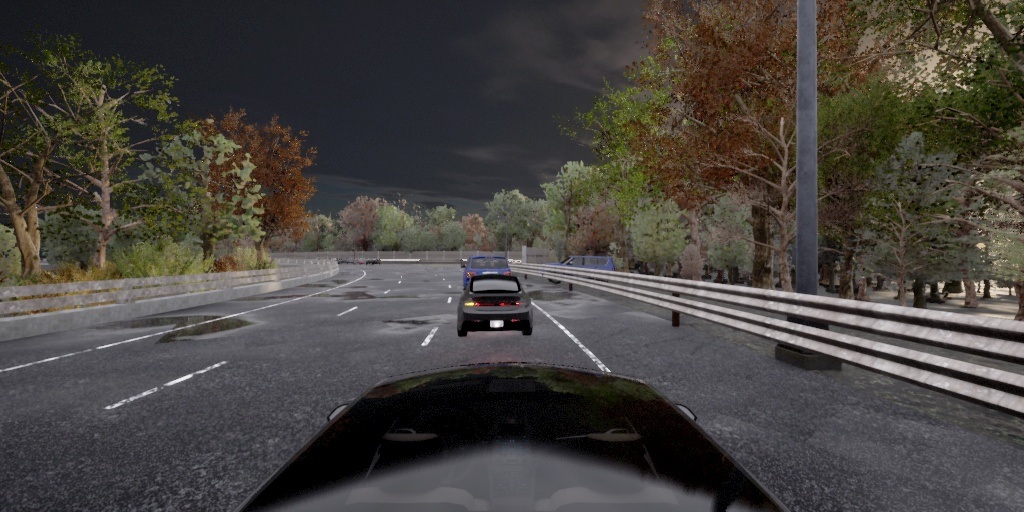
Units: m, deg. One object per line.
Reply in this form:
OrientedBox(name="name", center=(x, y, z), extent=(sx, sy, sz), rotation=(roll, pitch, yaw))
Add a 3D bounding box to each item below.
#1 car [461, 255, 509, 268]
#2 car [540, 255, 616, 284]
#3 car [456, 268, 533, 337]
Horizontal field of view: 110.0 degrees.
OrientedBox(name="car", center=(-1.323, 0.971, 17.832), extent=(2.150, 2.045, 5.566), rotation=(0, 0, -9))
OrientedBox(name="car", center=(4.815, 0.967, 26.149), extent=(5.566, 2.045, 2.150), rotation=(3, 1, -5))
OrientedBox(name="car", center=(-0.552, 1.255, 10.350), extent=(1.837, 1.490, 4.892), rotation=(0, 0, -5))
